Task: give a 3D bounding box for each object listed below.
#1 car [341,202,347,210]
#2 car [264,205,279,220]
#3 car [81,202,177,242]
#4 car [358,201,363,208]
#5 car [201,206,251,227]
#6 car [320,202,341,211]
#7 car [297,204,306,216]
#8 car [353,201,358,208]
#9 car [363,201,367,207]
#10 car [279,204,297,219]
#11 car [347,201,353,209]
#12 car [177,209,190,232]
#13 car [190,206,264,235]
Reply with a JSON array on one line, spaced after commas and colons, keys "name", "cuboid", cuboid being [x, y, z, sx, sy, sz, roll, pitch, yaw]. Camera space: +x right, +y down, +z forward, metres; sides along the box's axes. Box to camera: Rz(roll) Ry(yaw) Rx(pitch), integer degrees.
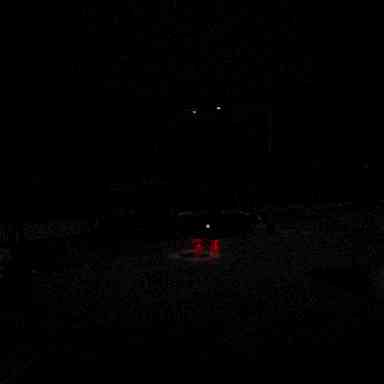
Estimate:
[{"name": "car", "cuboid": [24.705, 2.366, 57.065, 1.752, 1.417, 4.829, -1, -1, 35]}, {"name": "car", "cuboid": [6.038, 1.954, 30.772, 1.947, 1.339, 4.313, -1, -1, 35]}, {"name": "car", "cuboid": [-3.344, 1.473, 17.561, 2.192, 1.841, 5.009, -1, -1, 35]}, {"name": "car", "cuboid": [34.186, 2.635, 70.418, 1.947, 1.339, 4.313, -1, -1, 35]}, {"name": "car", "cuboid": [2.812, 1.834, 26.229, 1.752, 1.417, 4.829, -1, -1, 35]}, {"name": "car", "cuboid": [21.676, 2.319, 52.798, 2.008, 1.369, 4.403, -1, -1, 35]}, {"name": "car", "cuboid": [12.293, 2.091, 39.583, 2.008, 1.369, 4.403, -1, -1, 35]}, {"name": "car", "cuboid": [31.059, 2.575, 66.013, 1.802, 1.307, 4.206, -1, -1, 35]}, {"name": "car", "cuboid": [40.440, 2.788, 79.228, 1.947, 1.339, 4.313, -1, -1, 35]}, {"name": "car", "cuboid": [9.166, 2.030, 35.177, 1.947, 1.339, 4.313, -1, -1, 35]}, {"name": "car", "cuboid": [27.931, 2.484, 61.608, 1.947, 1.339, 4.313, -1, -1, 35]}, {"name": "car", "cuboid": [-0.217, 1.817, 21.961, 1.802, 1.307, 4.206, -1, -1, 35]}, {"name": "car", "cuboid": [2.313, 1.747, 20.778, 2.128, 1.511, 4.902, 0, -1, 35]}]
